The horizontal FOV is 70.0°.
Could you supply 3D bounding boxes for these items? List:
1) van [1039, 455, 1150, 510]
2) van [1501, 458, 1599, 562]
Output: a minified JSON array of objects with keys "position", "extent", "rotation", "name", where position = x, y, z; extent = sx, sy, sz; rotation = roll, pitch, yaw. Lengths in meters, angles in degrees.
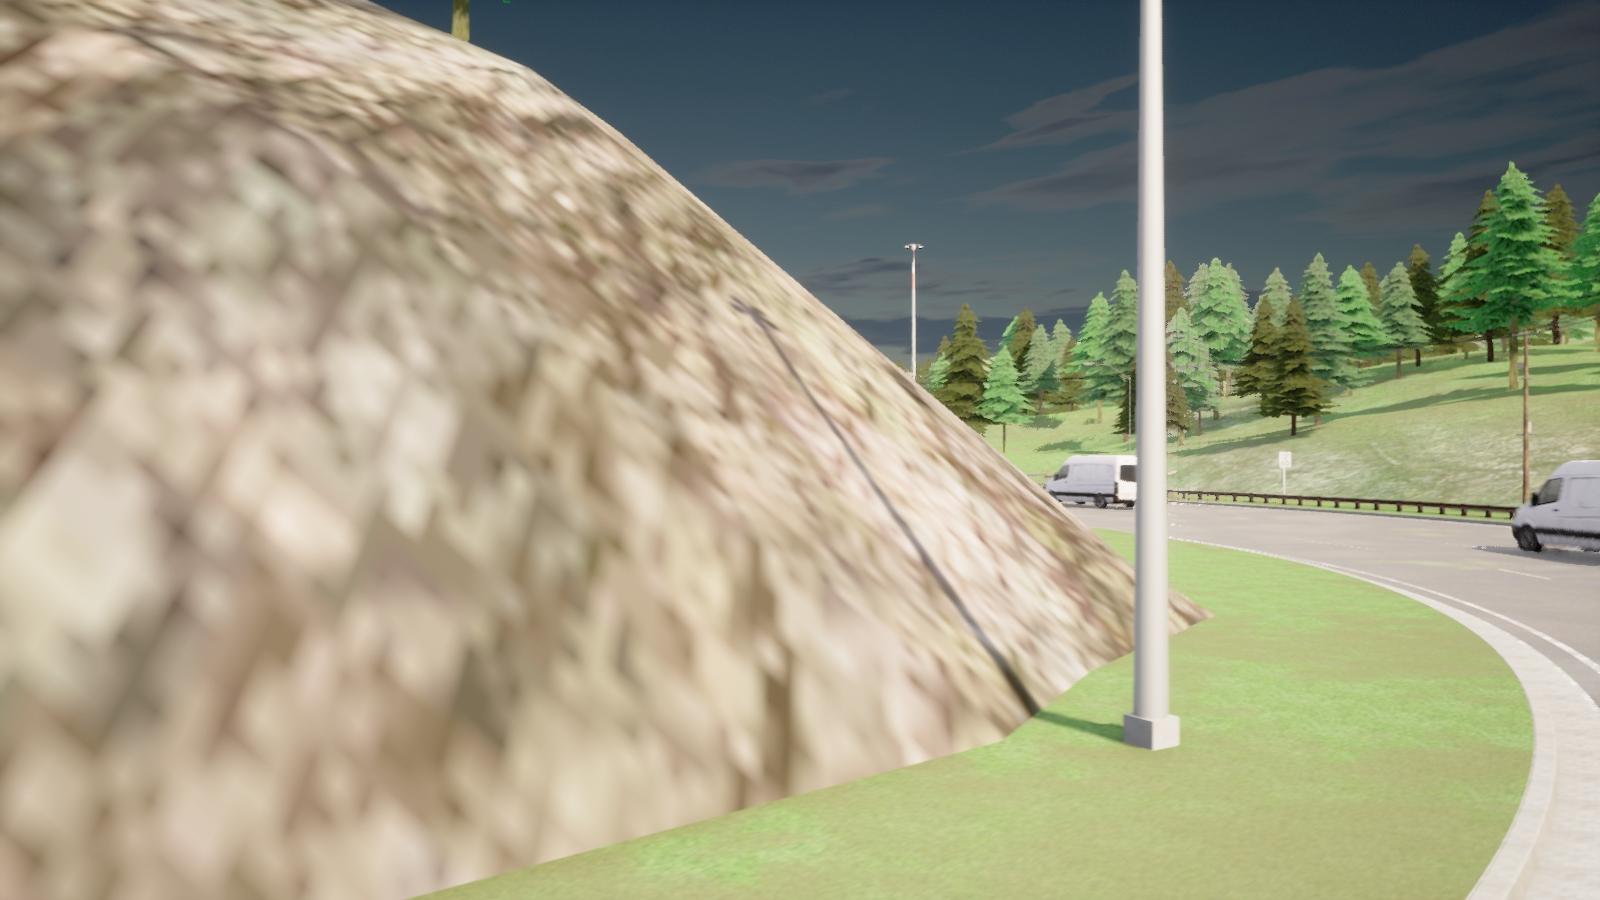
[{"position":[14.408,1.536,56.314],"extent":[1.988,2.561,5.915],"rotation":[1,0,-25],"name":"van"},{"position":[20.911,1.535,29.365],"extent":[1.988,2.561,5.915],"rotation":[1,0,-2],"name":"van"}]
